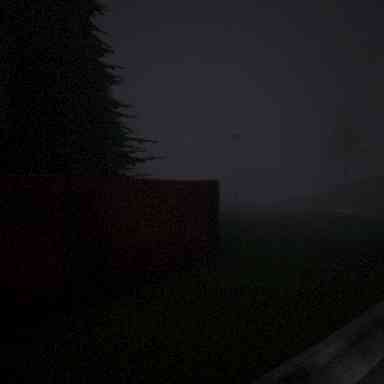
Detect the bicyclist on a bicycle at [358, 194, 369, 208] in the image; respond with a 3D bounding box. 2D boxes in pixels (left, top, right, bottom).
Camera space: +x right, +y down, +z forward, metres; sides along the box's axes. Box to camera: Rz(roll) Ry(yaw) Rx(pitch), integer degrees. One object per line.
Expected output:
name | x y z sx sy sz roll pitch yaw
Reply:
bicyclist on a bicycle | 20.276 1.112 39.337 1.656 1.620 0.582 -1 0 -17
